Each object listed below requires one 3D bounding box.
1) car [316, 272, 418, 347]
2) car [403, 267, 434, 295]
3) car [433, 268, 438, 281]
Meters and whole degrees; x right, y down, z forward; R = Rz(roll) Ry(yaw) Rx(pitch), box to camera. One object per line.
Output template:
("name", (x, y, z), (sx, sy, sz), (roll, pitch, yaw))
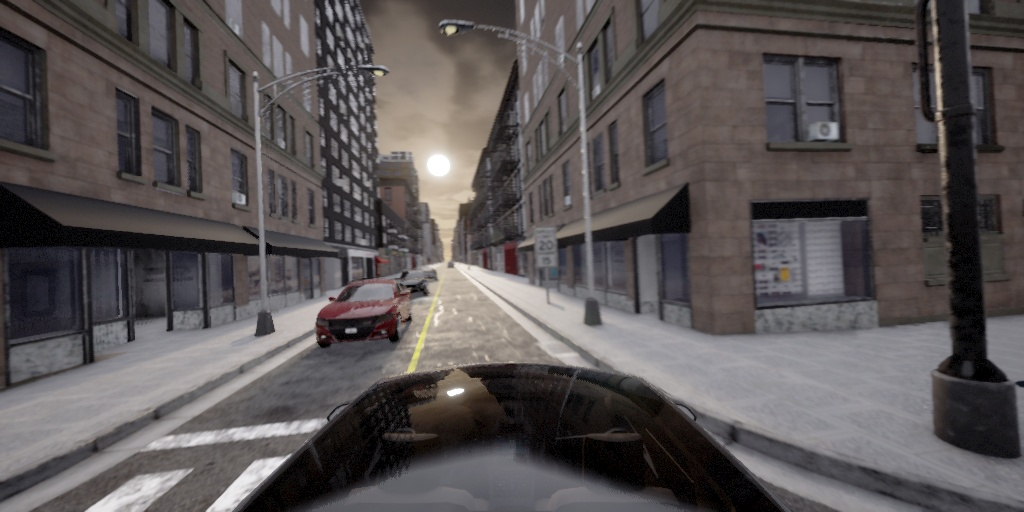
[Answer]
("car", (-4.066, 1.449, 10.549), (1.882, 1.535, 5.008), (-3, 0, -10))
("car", (-6.185, 1.647, 22.568), (1.837, 1.490, 4.892), (-3, -1, -10))
("car", (-8.816, 1.908, 37.693), (1.994, 1.385, 4.181), (-3, 0, -10))
